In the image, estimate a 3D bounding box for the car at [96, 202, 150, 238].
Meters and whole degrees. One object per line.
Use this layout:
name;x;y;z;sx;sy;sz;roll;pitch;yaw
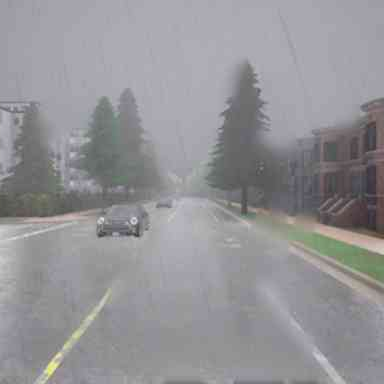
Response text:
car;-3.527;1.355;17.627;2.097;1.767;4.553;0;0;0

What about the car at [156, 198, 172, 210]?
car;-3.562;1.532;43.632;2.033;1.411;5.357;0;0;0
